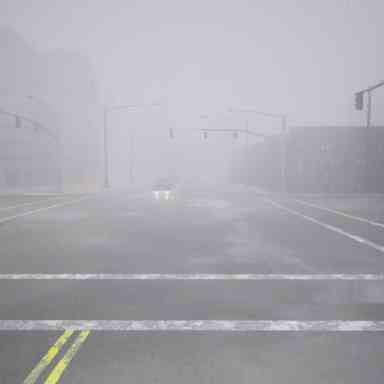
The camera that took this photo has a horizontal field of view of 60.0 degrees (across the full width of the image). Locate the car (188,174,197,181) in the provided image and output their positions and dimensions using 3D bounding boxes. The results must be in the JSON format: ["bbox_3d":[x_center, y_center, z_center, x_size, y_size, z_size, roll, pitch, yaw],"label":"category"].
[{"bbox_3d":[0.088,-3.612,81.083,2.128,1.511,4.902,0,4,0],"label":"car"}]

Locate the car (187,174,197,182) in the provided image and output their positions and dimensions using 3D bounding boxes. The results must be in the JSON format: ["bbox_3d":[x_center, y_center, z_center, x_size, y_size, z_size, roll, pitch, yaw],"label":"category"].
[{"bbox_3d":[0.084,-2.936,70.923,1.812,1.442,4.674,0,4,0],"label":"car"}]

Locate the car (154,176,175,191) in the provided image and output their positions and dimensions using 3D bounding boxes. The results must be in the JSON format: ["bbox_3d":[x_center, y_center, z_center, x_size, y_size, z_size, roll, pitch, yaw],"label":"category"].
[{"bbox_3d":[-3.553,-0.925,41.342,1.994,1.385,4.181,0,4,0],"label":"car"}]

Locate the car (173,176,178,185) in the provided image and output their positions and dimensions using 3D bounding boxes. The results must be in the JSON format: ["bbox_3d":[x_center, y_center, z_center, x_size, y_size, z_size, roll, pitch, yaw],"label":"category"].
[{"bbox_3d":[-3.539,-1.645,51.250,1.837,1.490,4.892,0,4,0],"label":"car"}]
